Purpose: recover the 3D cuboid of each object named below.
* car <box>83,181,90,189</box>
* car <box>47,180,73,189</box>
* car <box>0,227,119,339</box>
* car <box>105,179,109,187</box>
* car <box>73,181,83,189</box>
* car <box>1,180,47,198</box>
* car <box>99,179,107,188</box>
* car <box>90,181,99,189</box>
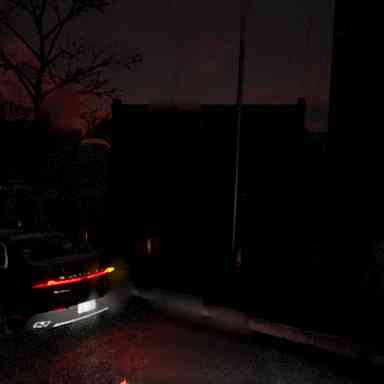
[{"bbox_3d":[-24.807,-1.480,70.964,4.674,1.452,2.002,3,3,20],"label":"car"},{"bbox_3d":[-26.700,-1.507,65.778,4.553,1.767,2.185,3,2,20],"label":"car"},{"bbox_3d":[-3.503,1.459,6.575,4.892,1.490,1.837,1,1,38],"label":"car"},{"bbox_3d":[-20.969,-2.069,81.296,5.566,2.045,2.435,3,3,20],"label":"car"},{"bbox_3d":[-25.775,-1.450,68.384,5.008,1.535,2.097,3,2,20],"label":"car"},{"bbox_3d":[-20.976,-0.414,41.078,2.150,2.045,5.566,3,2,11],"label":"car"},{"bbox_3d":[-22.886,-1.662,76.135,4.892,1.521,2.231,3,3,20],"label":"car"},{"bbox_3d":[-23.810,-1.714,73.530,4.553,1.767,2.185,3,3,20],"label":"car"}]
